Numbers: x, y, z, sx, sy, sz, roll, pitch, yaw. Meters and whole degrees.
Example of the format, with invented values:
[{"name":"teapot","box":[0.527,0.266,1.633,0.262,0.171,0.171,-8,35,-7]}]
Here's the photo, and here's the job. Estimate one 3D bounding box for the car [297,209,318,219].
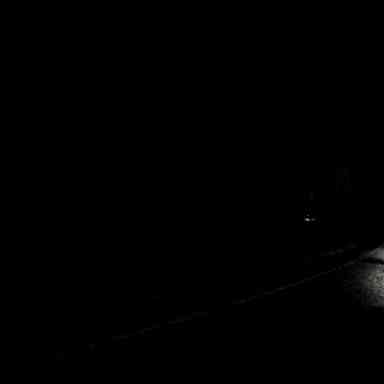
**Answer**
[{"name":"car","box":[20.783,3.920,60.182,2.097,1.767,4.553,-3,-3,-8]}]
